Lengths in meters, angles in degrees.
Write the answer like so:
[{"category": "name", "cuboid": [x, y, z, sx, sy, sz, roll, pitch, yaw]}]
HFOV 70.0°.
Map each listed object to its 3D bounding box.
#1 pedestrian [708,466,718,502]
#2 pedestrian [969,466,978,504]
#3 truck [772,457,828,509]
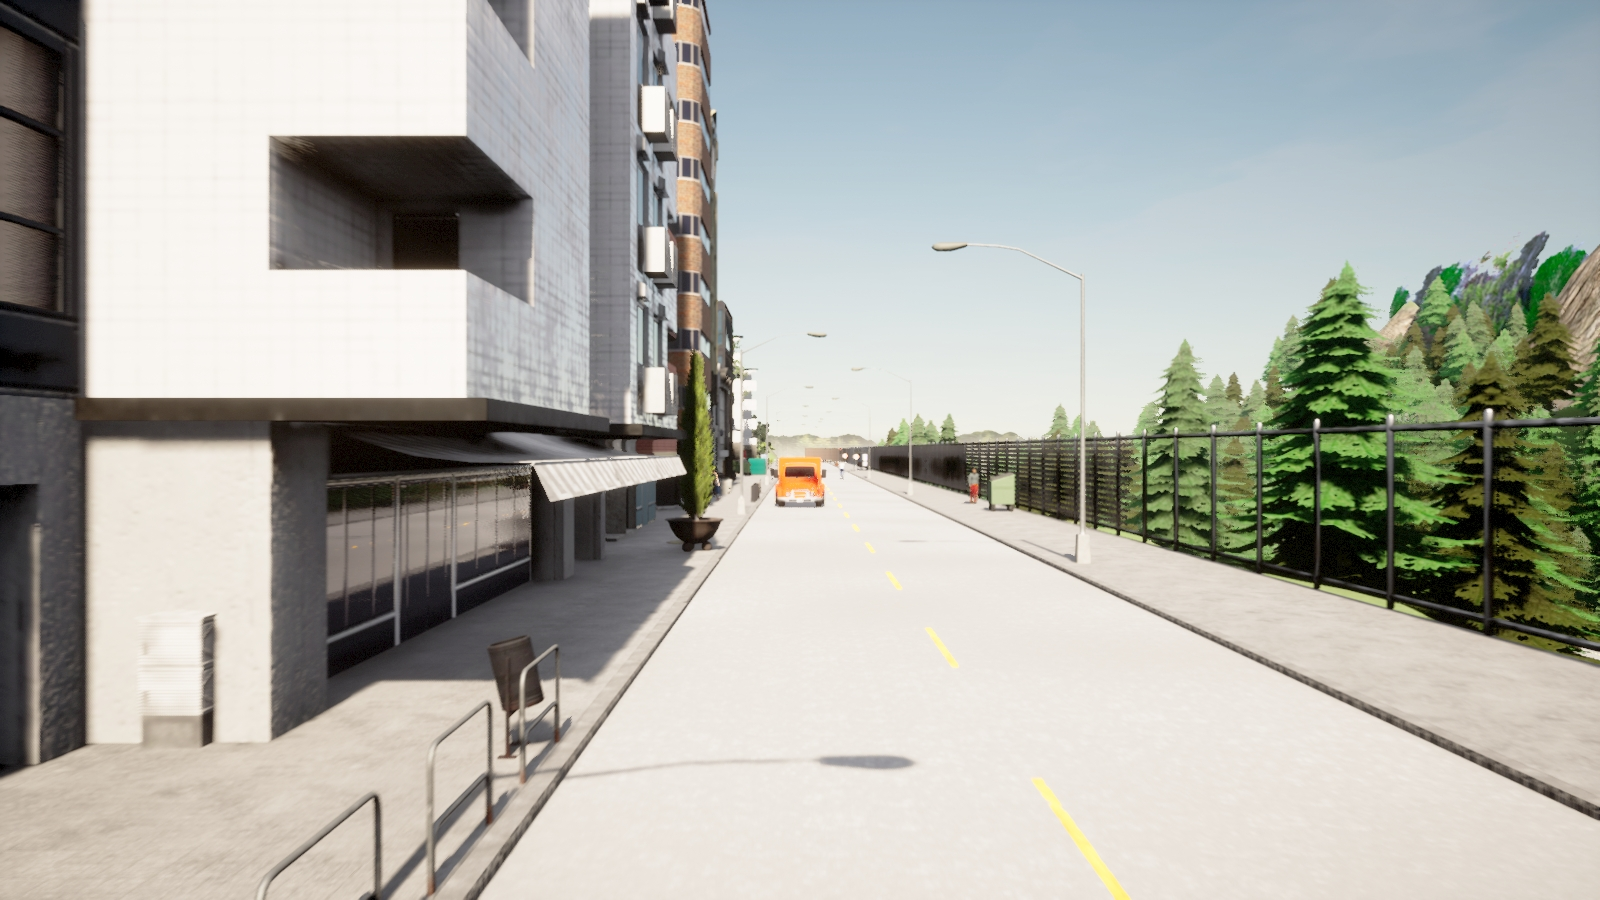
[{"category": "pedestrian", "cuboid": [-4.513, 1.747, 59.403, 0.375, 1.860, 0.375, 0, 0, 34]}, {"category": "pedestrian", "cuboid": [8.586, 1.747, 56.473, 0.375, 1.860, 0.375, 0, 0, -6]}, {"category": "truck", "cuboid": [-0.004, 1.573, 56.826, 2.627, 2.467, 5.204, 0, 0, 0]}]
